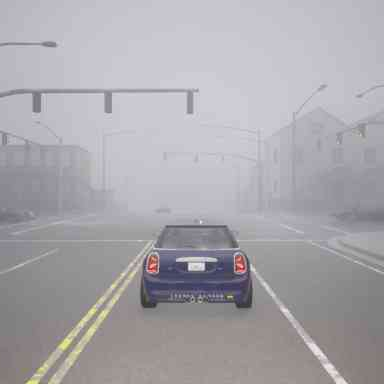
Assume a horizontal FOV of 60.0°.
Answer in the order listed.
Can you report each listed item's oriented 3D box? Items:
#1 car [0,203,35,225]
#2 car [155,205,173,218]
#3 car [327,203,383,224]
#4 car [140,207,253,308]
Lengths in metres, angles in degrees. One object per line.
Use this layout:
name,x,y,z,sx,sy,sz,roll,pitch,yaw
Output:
car,-13.768,1.538,23.554,4.902,1.511,2.128,-2,0,0
car,-3.551,2.570,42.552,1.895,1.301,4.718,0,-8,0
car,12.393,1.600,23.901,4.718,1.301,1.895,0,0,-1
car,0.094,1.352,8.068,2.097,1.767,4.553,0,0,0
